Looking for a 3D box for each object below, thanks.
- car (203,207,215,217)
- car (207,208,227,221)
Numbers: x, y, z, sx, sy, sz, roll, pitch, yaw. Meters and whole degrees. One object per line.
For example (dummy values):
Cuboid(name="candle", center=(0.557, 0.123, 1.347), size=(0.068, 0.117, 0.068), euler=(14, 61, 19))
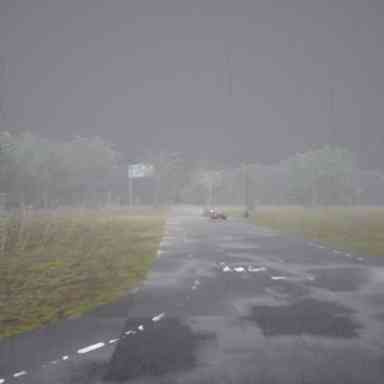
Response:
Cuboid(name="car", center=(3.054, 3.277, 55.804), size=(2.097, 1.767, 4.553), euler=(1, -2, -3))
Cuboid(name="car", center=(3.575, 3.225, 45.839), size=(1.895, 1.301, 4.718), euler=(1, -2, -3))
